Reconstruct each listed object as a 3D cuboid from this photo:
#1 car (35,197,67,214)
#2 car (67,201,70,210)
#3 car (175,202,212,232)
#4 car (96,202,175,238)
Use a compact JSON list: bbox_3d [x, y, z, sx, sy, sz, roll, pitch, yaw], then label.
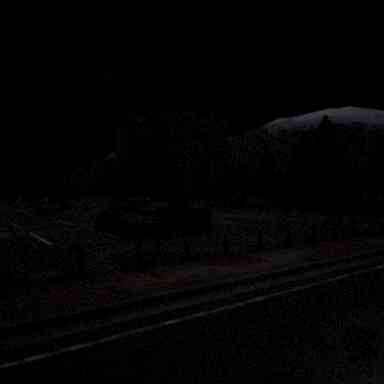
[{"bbox_3d":[-14.103,1.399,32.633,1.970,1.475,3.806,0,0,-36],"label":"car"},{"bbox_3d":[-16.033,1.395,40.393,1.845,1.501,3.633,0,0,-36],"label":"car"},{"bbox_3d":[-0.778,1.362,19.297,2.007,1.523,4.514,0,0,-36],"label":"car"},{"bbox_3d":[-3.290,1.346,17.417,2.152,1.636,5.027,0,0,-36],"label":"car"}]
